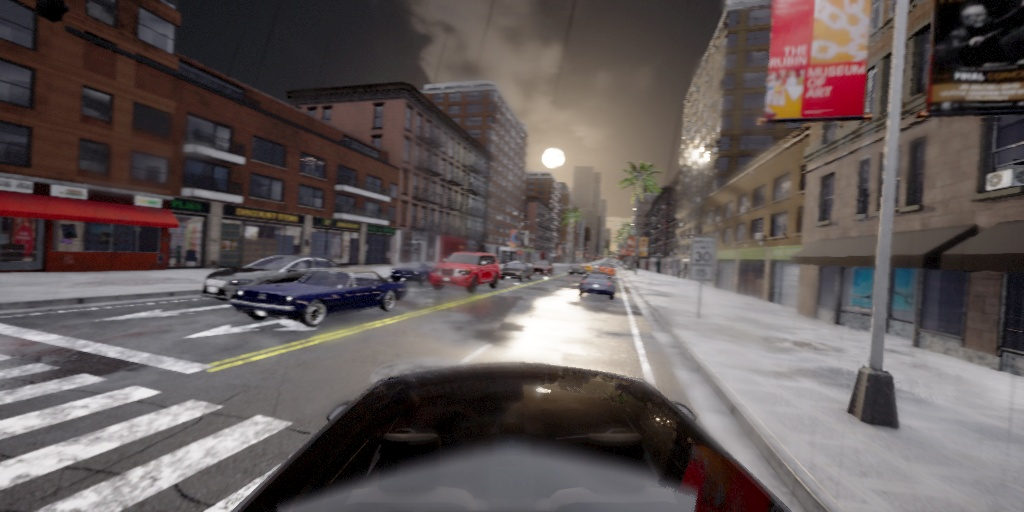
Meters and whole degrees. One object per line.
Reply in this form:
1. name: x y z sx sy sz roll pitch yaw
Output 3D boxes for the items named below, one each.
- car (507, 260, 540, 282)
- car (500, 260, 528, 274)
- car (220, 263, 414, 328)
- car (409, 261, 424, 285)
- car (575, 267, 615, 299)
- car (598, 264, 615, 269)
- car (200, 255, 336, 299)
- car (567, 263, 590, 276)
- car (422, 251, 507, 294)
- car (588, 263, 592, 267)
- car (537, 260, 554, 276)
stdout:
1. car: 0.463 1.263 29.372 2.033 1.411 5.357 4 0 16
2. car: 0.282 1.190 40.464 1.812 1.442 4.674 4 0 16
3. car: -4.993 1.008 10.122 1.895 1.301 4.718 4 0 16
4. car: -5.194 0.969 21.314 1.895 1.301 4.718 4 0 16
5. car: 5.029 1.603 20.984 1.994 1.385 4.181 4 0 16
6. car: 12.359 1.775 46.797 2.097 1.767 4.553 4 0 16
7. car: -7.713 0.715 12.397 2.128 1.511 4.902 4 0 16
8. car: 7.808 1.747 42.704 1.895 1.301 4.718 4 0 16
9. car: -2.311 0.783 19.512 2.150 2.045 5.566 4 0 16
10. car: 11.205 1.793 54.666 1.882 1.535 5.008 4 0 16
11. car: 3.324 1.219 39.270 2.097 1.767 4.553 4 0 16
